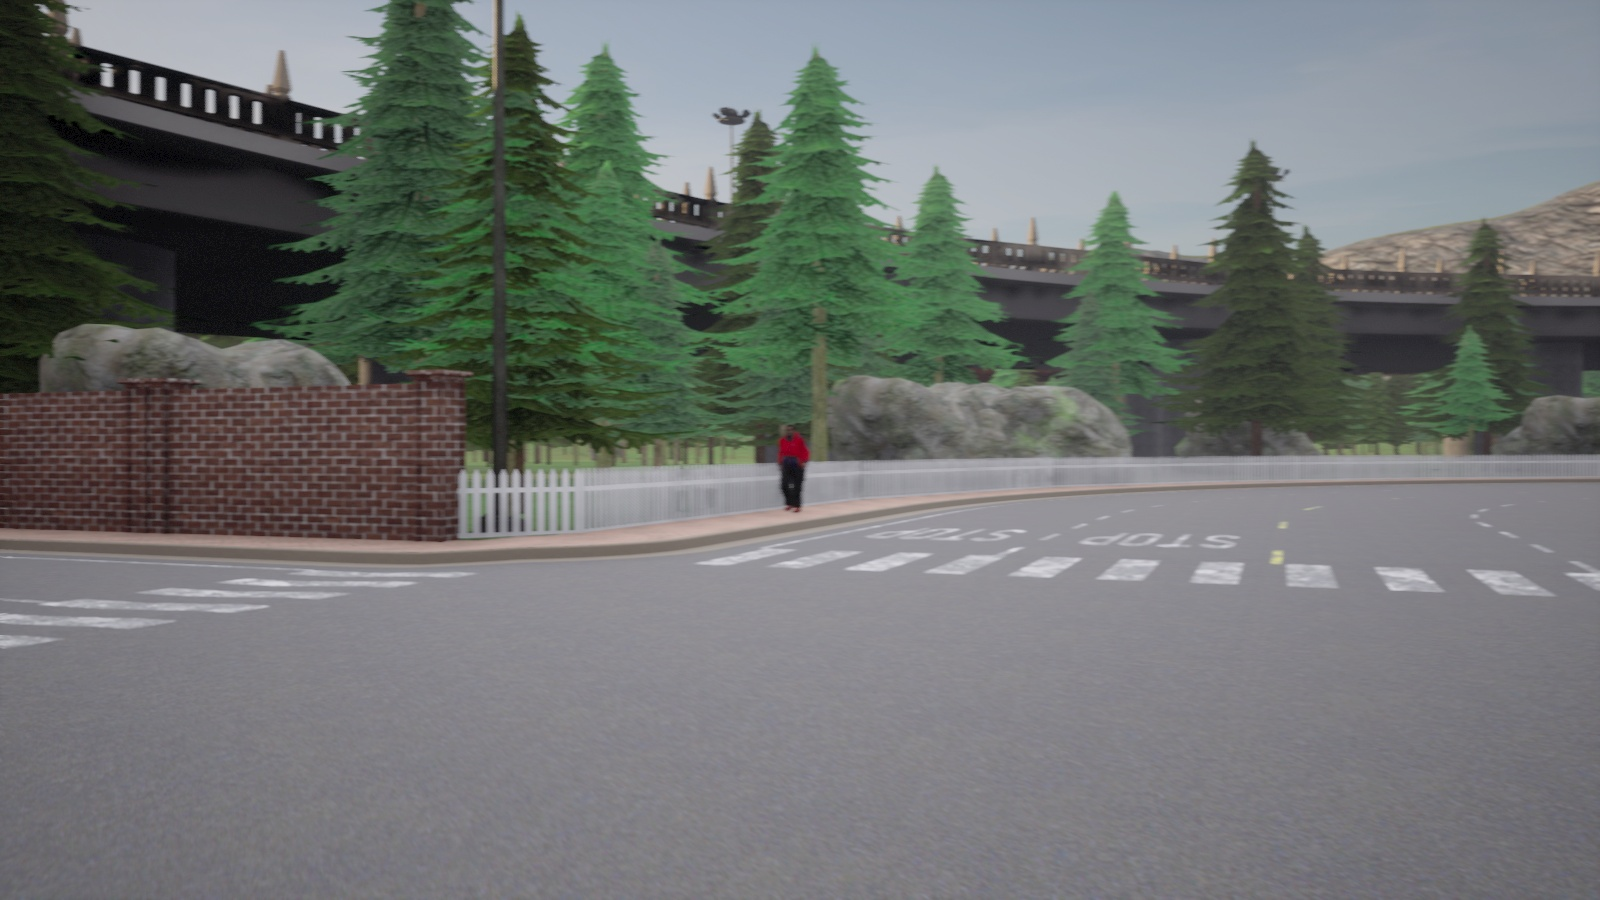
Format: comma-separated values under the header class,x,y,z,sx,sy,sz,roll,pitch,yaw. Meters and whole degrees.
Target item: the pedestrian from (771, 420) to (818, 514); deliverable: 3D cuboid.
class,x,y,z,sx,sy,sz,roll,pitch,yaw
pedestrian,-0.103,0.331,25.010,0.634,1.844,0.899,0,0,22
